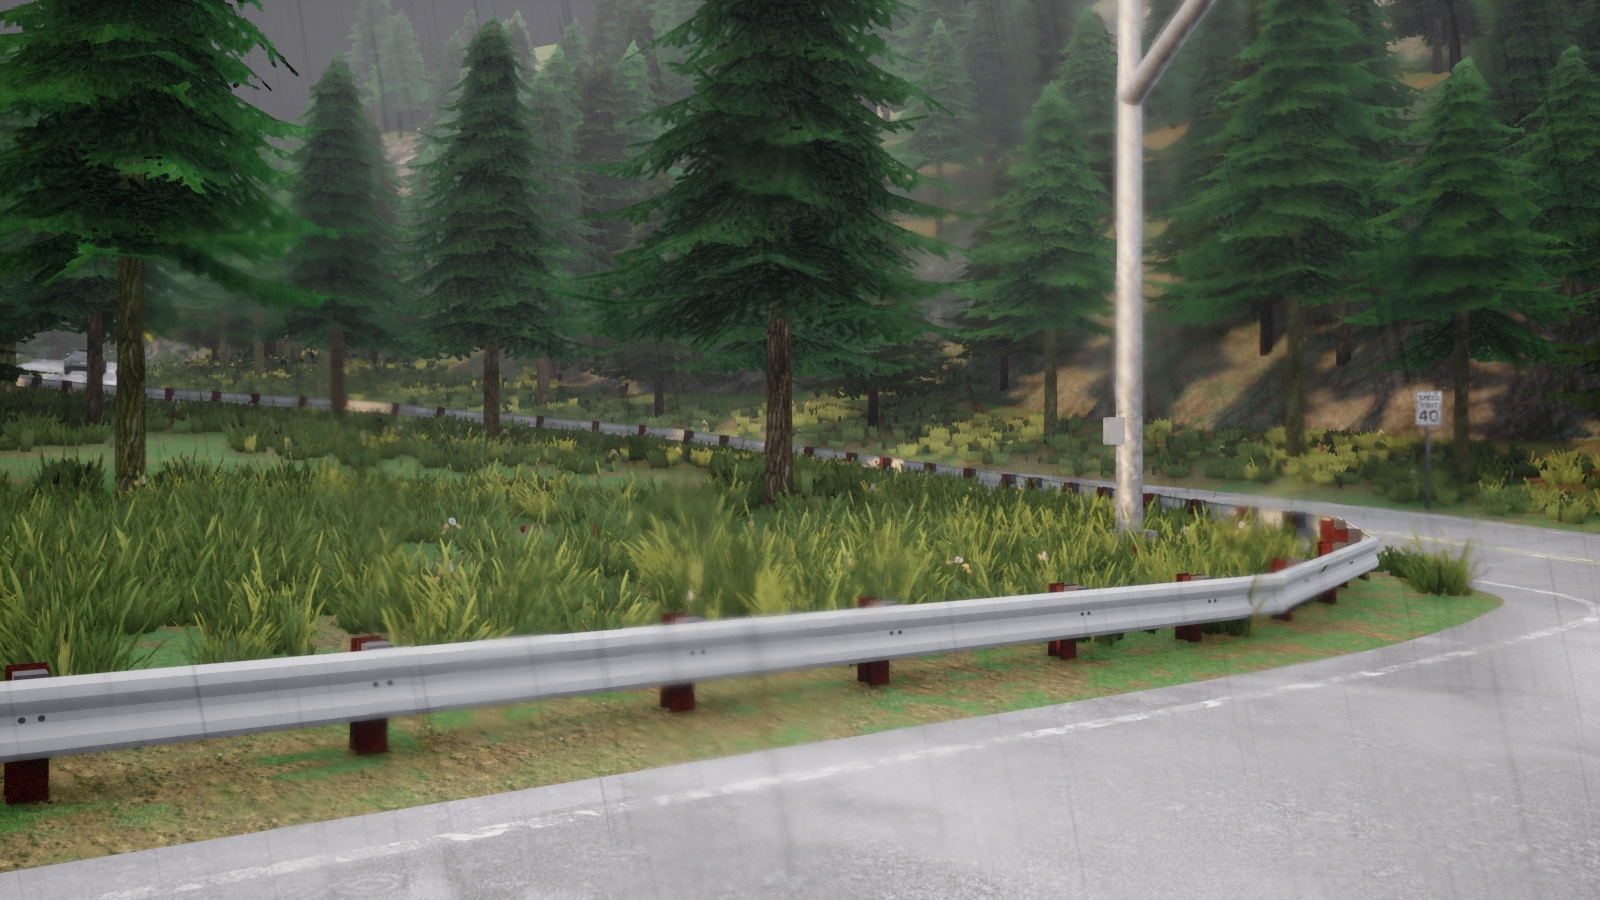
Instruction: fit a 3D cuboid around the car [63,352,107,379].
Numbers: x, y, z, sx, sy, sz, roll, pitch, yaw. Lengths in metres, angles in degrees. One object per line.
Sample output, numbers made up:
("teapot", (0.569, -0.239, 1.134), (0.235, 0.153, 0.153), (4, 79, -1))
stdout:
("car", (-40.538, -4.824, 71.224), (1.994, 1.385, 4.181), (0, 5, -27))
